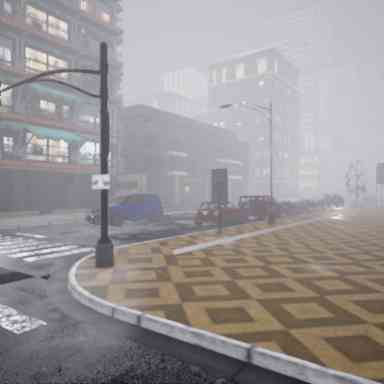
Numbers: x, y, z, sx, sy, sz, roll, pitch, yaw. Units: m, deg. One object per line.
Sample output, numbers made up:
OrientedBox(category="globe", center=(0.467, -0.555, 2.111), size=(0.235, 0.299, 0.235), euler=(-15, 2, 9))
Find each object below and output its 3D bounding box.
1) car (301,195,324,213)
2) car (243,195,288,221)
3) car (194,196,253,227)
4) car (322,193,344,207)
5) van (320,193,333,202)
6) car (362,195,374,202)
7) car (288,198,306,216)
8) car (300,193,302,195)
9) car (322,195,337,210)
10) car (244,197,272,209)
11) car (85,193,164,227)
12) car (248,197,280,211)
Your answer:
OrientedBox(category="car", center=(11.868, 1.353, 34.658), size=(1.887, 1.381, 4.507), euler=(0, 0, 36))
OrientedBox(category="car", center=(5.237, 1.146, 25.649), size=(2.192, 1.841, 5.009), euler=(0, 0, 36))
OrientedBox(category="car", center=(1.922, 1.282, 21.145), size=(1.967, 1.590, 4.097), euler=(0, 0, 36))
OrientedBox(category="car", center=(18.498, 1.100, 43.668), size=(2.192, 1.841, 5.009), euler=(0, 0, 36))
OrientedBox(category="van", center=(28.728, 1.112, 70.861), size=(1.690, 1.788, 3.998), euler=(0, 0, 36))
OrientedBox(category="car", center=(35.075, 1.270, 66.190), size=(1.887, 1.381, 4.507), euler=(0, 0, 36))
OrientedBox(category="car", center=(8.553, 1.401, 30.154), size=(1.802, 1.307, 4.206), euler=(0, 0, 36))
OrientedBox(category="car", center=(21.997, 1.321, 61.715), size=(1.752, 1.417, 4.829), euler=(0, 0, 36))
OrientedBox(category="car", center=(15.184, 1.347, 39.163), size=(2.008, 1.369, 4.403), euler=(0, 0, 36))
OrientedBox(category="car", center=(8.736, 1.369, 43.697), size=(1.752, 1.417, 4.829), euler=(0, 0, 36))
OrientedBox(category="car", center=(-4.238, 1.100, 21.906), size=(2.150, 2.045, 5.566), euler=(0, 0, 37))
OrientedBox(category="car", center=(8.511, 1.341, 39.209), size=(1.837, 1.490, 4.892), euler=(0, 0, 37))
